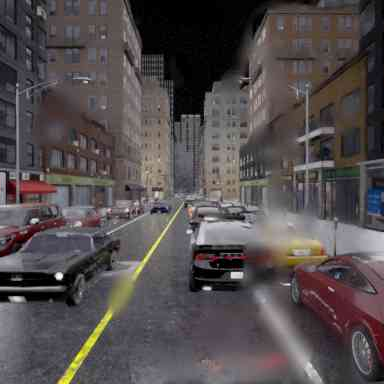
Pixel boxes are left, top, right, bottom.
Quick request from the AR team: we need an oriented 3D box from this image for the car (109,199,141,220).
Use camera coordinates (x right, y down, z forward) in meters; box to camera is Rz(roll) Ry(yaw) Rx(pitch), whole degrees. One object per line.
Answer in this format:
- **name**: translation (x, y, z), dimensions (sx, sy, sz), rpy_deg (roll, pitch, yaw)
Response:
- **car**: translation (-5.752, 1.429, 27.490), dimensions (1.967, 1.590, 4.097), rpy_deg (-1, 0, 0)

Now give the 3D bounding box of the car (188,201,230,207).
- **car**: translation (0.848, 1.498, 18.978), dimensions (1.837, 1.490, 4.892), rpy_deg (0, 0, 0)

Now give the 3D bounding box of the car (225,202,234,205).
- **car**: translation (2.801, 1.557, 21.928), dimensions (1.947, 1.339, 4.313), rpy_deg (-1, 0, 0)

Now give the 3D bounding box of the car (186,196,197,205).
- **car**: translation (-0.162, 1.437, 60.153), dimensions (1.882, 1.535, 5.008), rpy_deg (0, 0, 0)

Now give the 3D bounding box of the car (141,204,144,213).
- **car**: translation (-5.765, 1.567, 33.076), dimensions (1.802, 1.307, 4.206), rpy_deg (-1, 0, 0)

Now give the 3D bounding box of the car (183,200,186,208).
- **car**: translation (-0.115, 1.479, 46.414), dimensions (1.837, 1.490, 4.892), rpy_deg (0, 0, 0)

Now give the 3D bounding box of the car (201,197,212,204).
- **car**: translation (2.705, 1.540, 61.029), dimensions (1.802, 1.307, 4.206), rpy_deg (-1, 0, 0)

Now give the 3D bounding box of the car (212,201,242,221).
- **car**: translation (2.787, 1.539, 27.514), dimensions (2.008, 1.369, 4.403), rpy_deg (-1, 0, 0)

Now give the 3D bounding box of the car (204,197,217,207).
- **car**: translation (2.732, 1.496, 50.027), dimensions (1.752, 1.417, 4.829), rpy_deg (-1, 0, 0)

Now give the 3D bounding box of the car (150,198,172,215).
- **car**: translation (-3.090, 1.586, 33.420), dimensions (1.895, 1.301, 4.718), rpy_deg (0, 0, 0)

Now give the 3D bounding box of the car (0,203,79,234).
- **car**: translation (-5.708, 1.311, 10.733), dimensions (2.192, 1.841, 5.009), rpy_deg (-1, 0, 0)

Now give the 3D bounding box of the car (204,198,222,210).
- **car**: translation (2.746, 1.527, 44.271), dimensions (2.008, 1.369, 4.403), rpy_deg (-1, 0, 0)

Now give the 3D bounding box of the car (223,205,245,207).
- **car**: translation (2.814, 1.560, 16.342), dimensions (1.947, 1.339, 4.313), rpy_deg (-1, 0, 0)

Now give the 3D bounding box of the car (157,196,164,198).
- **car**: translation (-5.840, 1.503, 61.005), dimensions (1.887, 1.381, 4.507), rpy_deg (-1, 0, 0)

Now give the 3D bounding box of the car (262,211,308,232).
- **car**: translation (2.827, 1.522, 10.926), dimensions (1.752, 1.417, 4.829), rpy_deg (-1, 0, 0)

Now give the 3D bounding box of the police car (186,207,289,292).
- **police car**: translation (0.875, 1.422, 9.088), dimensions (1.930, 1.638, 5.238), rpy_deg (0, 0, 0)

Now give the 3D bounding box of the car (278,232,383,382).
- **car**: translation (2.842, 1.580, 5.170), dimensions (1.802, 1.307, 4.206), rpy_deg (-1, 0, 0)

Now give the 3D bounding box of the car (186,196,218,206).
- **car**: translation (0.767, 1.342, 24.940), dimensions (2.097, 1.767, 4.553), rpy_deg (0, 0, -1)

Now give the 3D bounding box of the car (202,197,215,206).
- **car**: translation (2.719, 1.531, 55.443), dimensions (1.947, 1.339, 4.313), rpy_deg (-1, 0, 0)

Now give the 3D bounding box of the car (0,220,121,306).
- **car**: translation (-3.121, 1.598, 8.129), dimensions (1.895, 1.301, 4.718), rpy_deg (0, 0, 0)

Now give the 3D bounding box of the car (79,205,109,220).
- **car**: translation (-5.722, 1.434, 16.319), dimensions (1.967, 1.590, 4.097), rpy_deg (-1, 0, 0)
